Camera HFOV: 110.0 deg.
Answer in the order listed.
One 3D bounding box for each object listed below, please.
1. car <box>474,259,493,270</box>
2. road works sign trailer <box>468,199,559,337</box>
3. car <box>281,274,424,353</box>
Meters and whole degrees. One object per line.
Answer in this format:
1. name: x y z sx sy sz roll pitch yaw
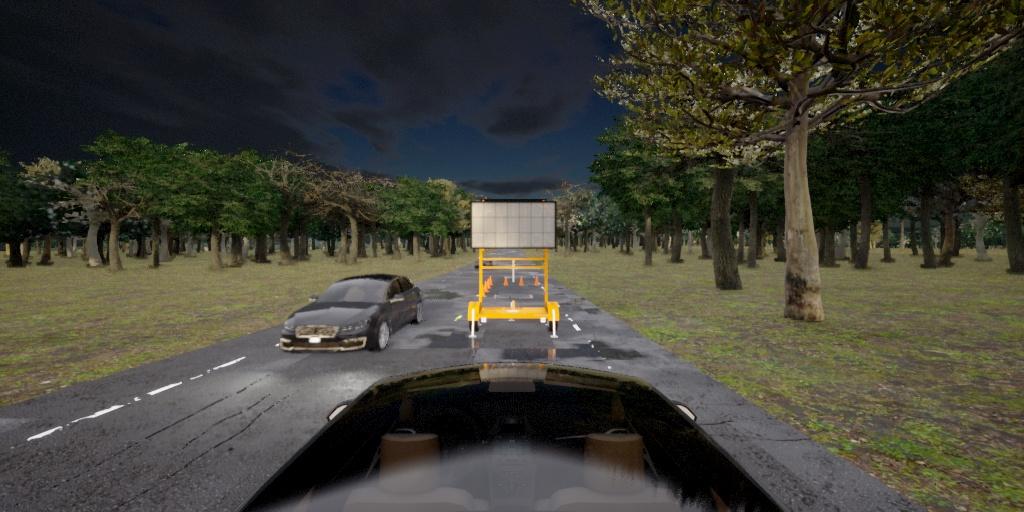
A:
1. car: -3.323 0.924 42.548 1.994 1.385 4.181 0 1 0
2. road works sign trailer: 0.042 0.198 10.177 2.380 3.560 2.880 0 0 0
3. car: -3.564 1.241 8.925 1.837 1.490 4.892 0 1 0
